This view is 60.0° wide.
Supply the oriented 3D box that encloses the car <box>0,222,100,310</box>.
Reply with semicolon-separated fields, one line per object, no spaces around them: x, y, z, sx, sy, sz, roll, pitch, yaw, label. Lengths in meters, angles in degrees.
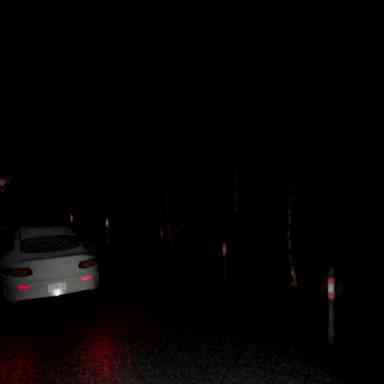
-3.485;1.450;7.829;1.812;1.442;4.674;-2;2;-29;car
